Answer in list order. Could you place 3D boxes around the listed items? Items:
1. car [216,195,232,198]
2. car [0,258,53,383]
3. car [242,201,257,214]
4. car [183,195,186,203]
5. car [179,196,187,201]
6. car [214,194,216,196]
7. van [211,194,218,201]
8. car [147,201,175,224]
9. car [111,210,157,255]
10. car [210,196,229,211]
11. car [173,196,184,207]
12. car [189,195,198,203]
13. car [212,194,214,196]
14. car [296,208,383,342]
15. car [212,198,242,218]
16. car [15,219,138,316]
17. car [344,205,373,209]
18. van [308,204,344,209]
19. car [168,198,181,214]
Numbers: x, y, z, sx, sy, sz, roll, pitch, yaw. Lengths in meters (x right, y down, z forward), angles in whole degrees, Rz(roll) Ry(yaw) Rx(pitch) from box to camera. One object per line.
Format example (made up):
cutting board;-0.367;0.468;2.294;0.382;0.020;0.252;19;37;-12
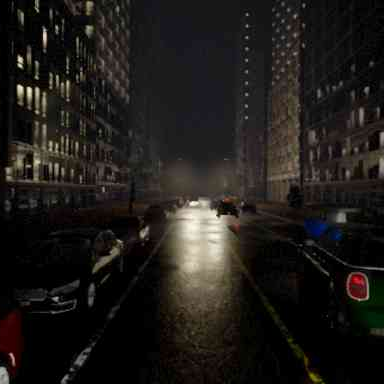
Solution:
car;5.990;1.461;58.624;2.192;1.841;5.009;0;0;0
car;-2.699;1.535;1.834;1.887;1.381;4.507;0;0;0
car;5.867;1.653;35.889;2.008;1.369;4.403;0;0;0
car;-2.420;1.532;52.986;1.967;1.590;4.097;0;0;0
car;-2.233;1.707;87.088;2.008;1.369;4.403;0;0;0
car;6.022;1.472;64.308;2.192;1.841;5.009;0;0;0
van;6.177;1.550;92.725;1.690;1.788;3.998;0;0;0
car;-2.575;1.587;24.568;2.008;1.369;4.403;0;0;0
car;-2.637;1.595;13.201;1.802;1.307;4.206;0;0;0
car;3.227;1.648;42.246;2.033;1.411;5.357;0;0;1
car;-2.451;1.663;47.302;1.802;1.307;4.206;0;0;0
car;0.411;1.503;77.277;2.097;1.767;4.553;0;0;0
car;6.085;1.619;75.675;1.967;1.590;4.097;0;0;0
car;3.408;1.383;6.560;2.097;1.767;4.553;0;0;9
car;3.200;1.604;31.022;1.812;1.442;4.674;0;0;0
car;-2.669;1.553;7.518;2.008;1.369;4.403;0;0;0
car;5.711;1.360;7.472;2.192;1.841;5.009;0;0;0
van;5.742;1.397;13.156;1.690;1.788;3.998;0;0;0
car;-2.513;1.609;35.935;2.008;1.369;4.403;0;0;0
